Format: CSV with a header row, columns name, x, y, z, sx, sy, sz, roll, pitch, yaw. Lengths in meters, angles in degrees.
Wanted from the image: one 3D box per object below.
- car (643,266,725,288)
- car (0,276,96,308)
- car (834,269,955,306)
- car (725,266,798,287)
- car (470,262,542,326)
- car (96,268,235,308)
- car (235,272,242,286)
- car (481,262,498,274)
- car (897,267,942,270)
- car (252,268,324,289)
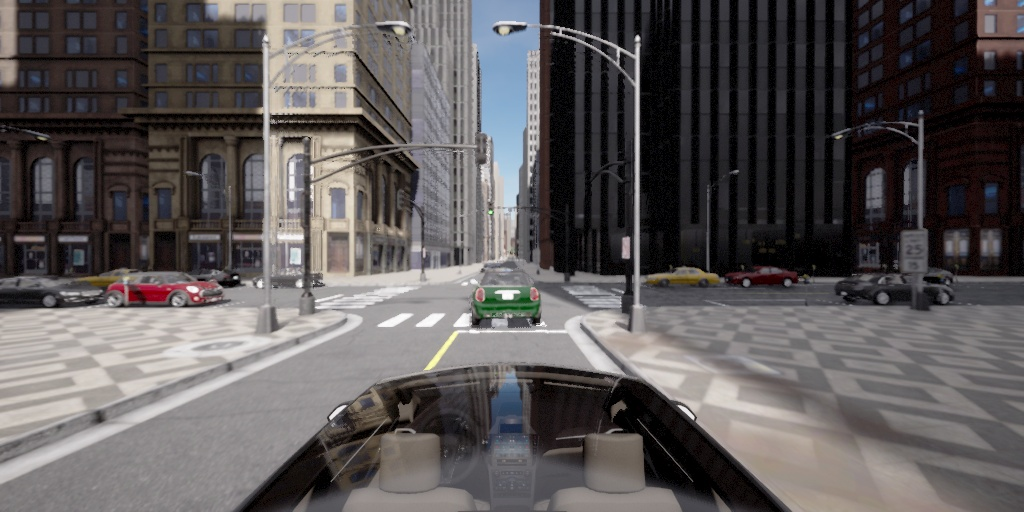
name,x,y,z,sx,sy,sz,roll,pitch,yaw
car,11.587,1.384,24.693,4.829,1.417,1.751,0,0,0
car,-21.003,1.560,16.056,4.403,1.370,2.007,0,0,0
car,17.158,1.450,16.187,4.403,1.370,2.007,0,0,0
car,17.057,1.392,24.712,4.507,1.381,1.888,0,0,0
car,-0.364,1.201,12.399,2.097,1.767,4.553,0,-1,-6
car,-15.333,1.429,16.075,4.097,1.591,1.967,0,0,0
car,-21.002,1.522,24.581,4.313,1.339,1.948,0,0,0
car,-3.083,1.668,50.135,2.128,1.511,4.902,0,-1,0
car,27.657,1.393,24.748,4.313,1.339,1.948,0,0,0
car,-15.332,1.487,24.600,4.403,1.370,2.007,0,0,0
